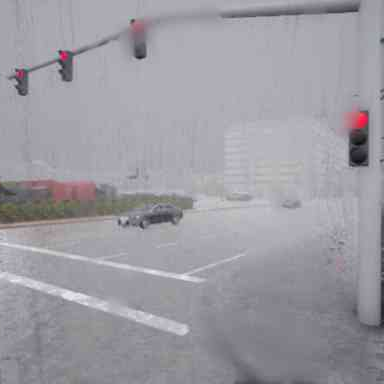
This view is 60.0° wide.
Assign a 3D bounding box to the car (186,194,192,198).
[{"bbox_3d":[-2.538,1.313,64.765,3.905,1.438,1.784,0,0,35],"label":"car"}]

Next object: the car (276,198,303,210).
[{"bbox_3d":[12.420,1.469,42.138,2.033,1.411,5.357,0,0,35],"label":"car"}]

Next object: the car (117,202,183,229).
[{"bbox_3d":[-2.516,1.415,20.921,2.128,1.511,4.902,0,0,35],"label":"car"}]

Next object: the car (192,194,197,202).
[{"bbox_3d":[-0.857,1.344,67.122,3.806,1.475,1.970,0,0,35],"label":"car"}]

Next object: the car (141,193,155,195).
[{"bbox_3d":[-9.808,1.328,80.584,3.806,1.475,1.970,0,0,35],"label":"car"}]

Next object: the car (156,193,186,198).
[{"bbox_3d":[-4.054,1.104,62.551,4.605,1.855,1.932,0,0,35],"label":"car"}]
